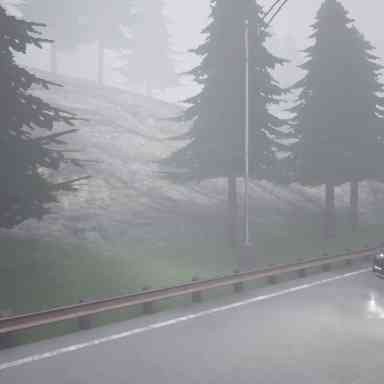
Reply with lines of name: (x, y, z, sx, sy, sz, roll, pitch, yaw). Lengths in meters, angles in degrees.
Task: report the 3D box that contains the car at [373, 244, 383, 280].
car: (6.625, 1.491, 8.703, 4.902, 1.511, 2.128, 0, 0, -35)
